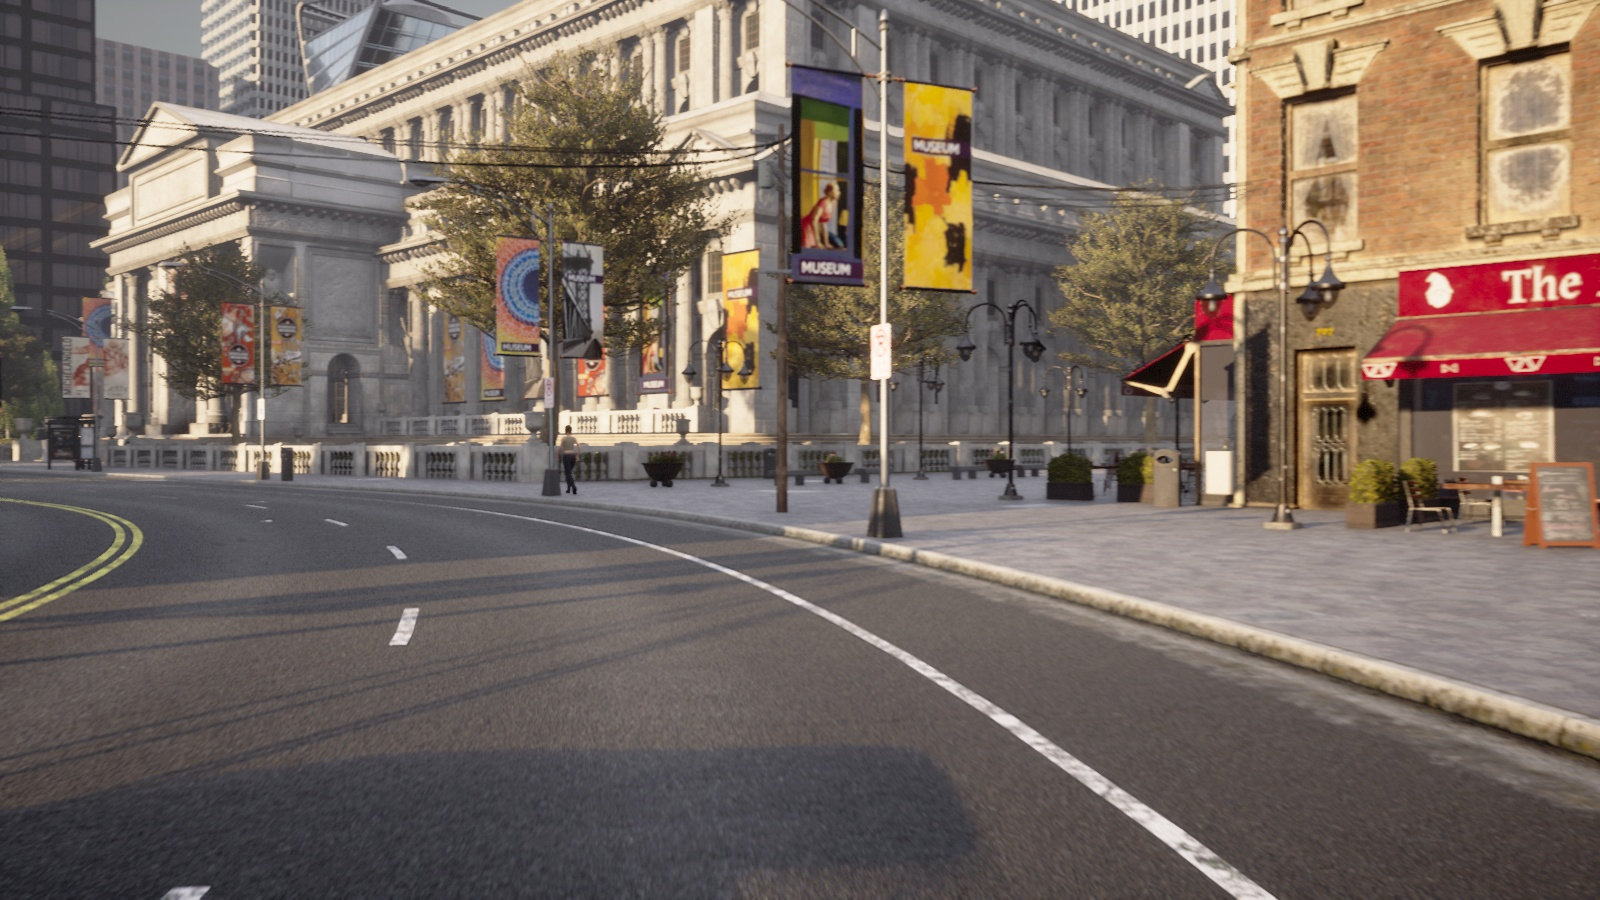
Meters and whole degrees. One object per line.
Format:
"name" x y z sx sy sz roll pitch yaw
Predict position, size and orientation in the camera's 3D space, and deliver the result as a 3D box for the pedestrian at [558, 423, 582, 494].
"pedestrian" -6.031 0.218 32.918 0.345 1.836 0.594 0 0 -42
